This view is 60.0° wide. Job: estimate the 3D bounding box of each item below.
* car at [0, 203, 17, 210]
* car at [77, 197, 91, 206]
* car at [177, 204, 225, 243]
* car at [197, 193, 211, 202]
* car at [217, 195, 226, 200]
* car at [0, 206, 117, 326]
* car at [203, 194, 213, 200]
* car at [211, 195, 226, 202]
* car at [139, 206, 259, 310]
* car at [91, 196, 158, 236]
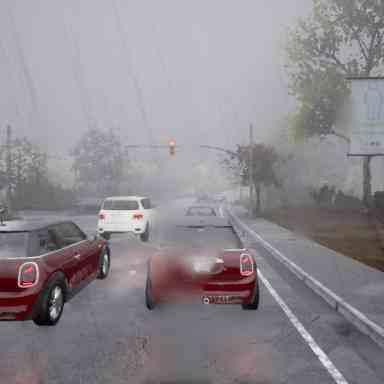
[{"bbox_3d":[-18.859,1.478,30.943,5.008,1.535,1.882,0,0,8],"label":"car"},{"bbox_3d":[-9.535,1.352,34.563,4.553,1.767,2.097,0,0,-4],"label":"car"},{"bbox_3d":[0.473,1.492,17.199,2.128,1.511,4.902,0,0,2],"label":"car"},{"bbox_3d":[2.471,1.218,75.666,2.150,2.045,5.566,0,0,9],"label":"car"},{"bbox_3d":[7.693,1.392,85.668,1.812,1.442,4.674,0,0,10],"label":"car"},{"bbox_3d":[-3.290,1.352,7.247,2.097,1.767,4.553,0,0,1],"label":"car"},{"bbox_3d":[4.172,1.328,85.862,1.882,1.535,5.008,0,0,10],"label":"car"},{"bbox_3d":[6.001,1.590,75.576,1.895,1.301,4.718,0,0,9],"label":"car"},{"bbox_3d":[0.219,1.352,7.992,2.097,1.767,4.553,0,0,1],"label":"car"},{"bbox_3d":[-3.046,1.221,16.924,2.150,2.045,5.566,0,0,2],"label":"car"}]
